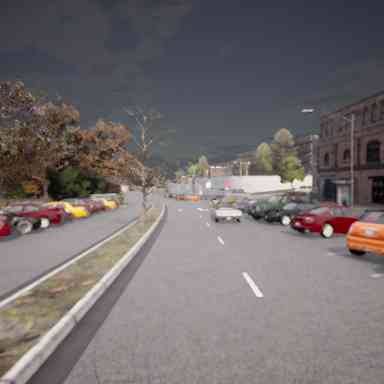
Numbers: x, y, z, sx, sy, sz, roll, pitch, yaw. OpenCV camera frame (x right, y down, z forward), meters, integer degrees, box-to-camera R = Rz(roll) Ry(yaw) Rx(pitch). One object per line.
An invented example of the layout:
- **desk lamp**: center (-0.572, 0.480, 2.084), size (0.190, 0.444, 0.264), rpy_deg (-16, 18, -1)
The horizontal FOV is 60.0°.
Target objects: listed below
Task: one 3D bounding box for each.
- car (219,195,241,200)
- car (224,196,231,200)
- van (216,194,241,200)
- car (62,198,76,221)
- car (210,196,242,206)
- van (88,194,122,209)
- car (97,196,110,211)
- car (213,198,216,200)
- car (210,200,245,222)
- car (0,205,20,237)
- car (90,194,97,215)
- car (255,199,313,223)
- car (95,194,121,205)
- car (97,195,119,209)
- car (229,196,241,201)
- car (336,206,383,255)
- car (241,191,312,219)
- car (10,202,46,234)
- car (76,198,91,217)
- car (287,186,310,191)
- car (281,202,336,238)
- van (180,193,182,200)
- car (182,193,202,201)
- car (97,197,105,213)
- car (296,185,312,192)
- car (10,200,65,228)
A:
- **car**: center (6.331, 1.456, 41.618), size (4.892, 1.521, 2.231), rpy_deg (1, 0, -25)
- **car**: center (6.535, 1.496, 38.606), size (4.674, 1.452, 2.002), rpy_deg (1, 0, -24)
- **van**: center (5.989, 1.226, 44.578), size (4.442, 1.987, 1.878), rpy_deg (1, 0, -25)
- **car**: center (-10.973, 1.382, 23.826), size (4.553, 1.767, 2.185), rpy_deg (-1, 0, -22)
- **car**: center (5.464, 1.484, 53.627), size (4.792, 1.488, 2.163), rpy_deg (1, 0, -26)
- **van**: center (-12.430, 1.281, 47.519), size (4.442, 1.987, 1.878), rpy_deg (-1, 0, -25)
- **car**: center (-11.594, 1.548, 35.660), size (4.674, 1.452, 2.002), rpy_deg (-1, 0, -24)
- **car**: center (5.869, 1.326, 47.651), size (4.553, 1.767, 2.185), rpy_deg (1, 0, -25)
- **car**: center (2.549, 1.589, 26.095), size (1.895, 1.301, 4.718), rpy_deg (0, 0, -2)
- **car**: center (-10.664, 1.537, 14.937), size (4.792, 1.488, 2.163), rpy_deg (-1, 0, -21)
- **car**: center (-11.205, 1.381, 29.759), size (4.553, 1.767, 2.185), rpy_deg (-1, 0, -23)
- **car**: center (7.359, 1.466, 23.519), size (5.008, 1.535, 2.097), rpy_deg (1, 0, -23)
- **car**: center (-12.242, 1.382, 44.531), size (4.553, 1.767, 2.185), rpy_deg (-1, 0, -25)
- **car**: center (-11.638, 1.502, 38.694), size (5.366, 1.575, 1.946), rpy_deg (-1, 0, -24)
- **car**: center (6.740, 1.499, 35.589), size (4.674, 1.452, 2.002), rpy_deg (1, 0, -24)
- **car**: center (7.653, 1.349, 11.438), size (4.553, 1.767, 2.185), rpy_deg (1, 0, -21)
- **car**: center (7.205, 1.213, 26.523), size (5.566, 2.045, 2.435), rpy_deg (1, 0, -23)
- **car**: center (-10.691, 1.536, 17.931), size (4.792, 1.488, 2.163), rpy_deg (-1, 0, -22)
- **car**: center (-11.248, 1.507, 26.717), size (5.366, 1.575, 1.946), rpy_deg (-1, 0, -23)
- **car**: center (20.136, 0.161, 65.769), size (2.002, 1.452, 4.674), rpy_deg (-7, 4, -30)
- **car**: center (7.545, 1.470, 17.484), size (5.008, 1.535, 2.097), rpy_deg (1, 0, -22)
- **van**: center (-0.171, 1.407, 94.077), size (4.442, 1.987, 1.878), rpy_deg (0, 0, -30)
- **car**: center (0.420, 1.514, 91.159), size (4.553, 1.767, 2.185), rpy_deg (0, 0, -30)
- **car**: center (-11.401, 1.548, 32.705), size (4.674, 1.452, 2.002), rpy_deg (-1, 0, -23)
- **car**: center (23.085, -0.419, 66.279), size (2.435, 2.045, 5.566), rpy_deg (-7, 4, -30)
- **car**: center (-10.814, 1.507, 20.874), size (5.008, 1.535, 2.097), rpy_deg (-1, 0, -22)
